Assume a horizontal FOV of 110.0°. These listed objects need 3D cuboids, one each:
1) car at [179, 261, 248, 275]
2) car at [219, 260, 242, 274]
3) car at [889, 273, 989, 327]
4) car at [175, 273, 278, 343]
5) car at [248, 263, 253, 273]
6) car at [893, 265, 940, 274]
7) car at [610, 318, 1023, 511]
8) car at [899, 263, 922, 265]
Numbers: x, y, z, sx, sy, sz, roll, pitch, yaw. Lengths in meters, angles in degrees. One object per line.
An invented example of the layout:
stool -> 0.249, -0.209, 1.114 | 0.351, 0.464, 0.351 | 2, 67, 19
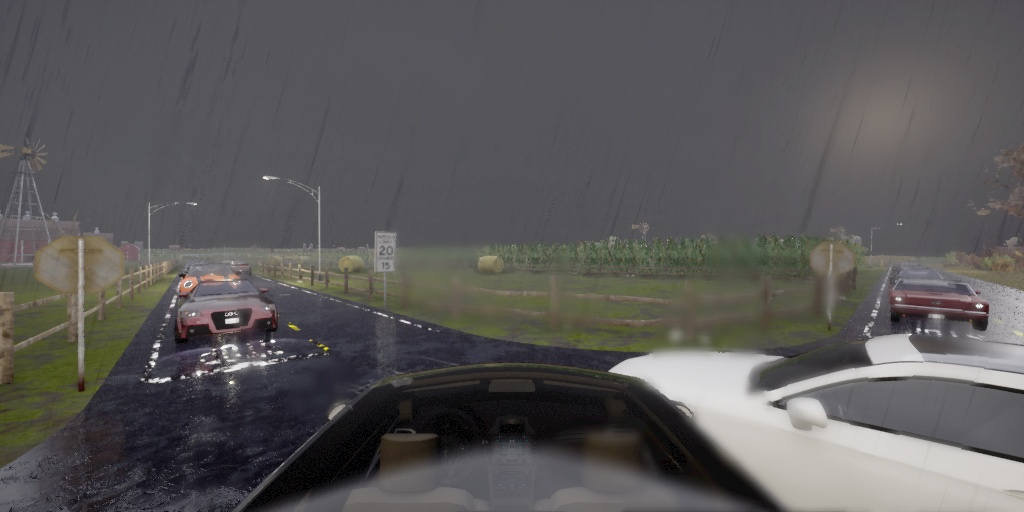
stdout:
car -> -13.770, 1.142, 16.433 | 2.097, 1.767, 4.553 | 0, 0, -42
car -> -33.845, 1.309, 43.054 | 1.837, 1.490, 4.892 | 0, 0, -42
car -> 13.480, 1.400, 11.515 | 4.718, 1.301, 1.895 | 0, 1, -43
car -> -7.973, 1.356, 9.969 | 1.994, 1.385, 4.181 | 0, 0, -43
car -> -27.099, 1.287, 35.619 | 2.128, 1.511, 4.902 | 0, 0, -42
car -> 20.536, 1.366, 18.102 | 5.357, 1.411, 2.033 | 0, 1, -43
car -> 2.831, 1.294, 2.418 | 1.812, 1.442, 4.674 | 0, 1, -44
car -> 27.270, 1.405, 24.379 | 4.181, 1.385, 1.994 | 0, 1, -43
